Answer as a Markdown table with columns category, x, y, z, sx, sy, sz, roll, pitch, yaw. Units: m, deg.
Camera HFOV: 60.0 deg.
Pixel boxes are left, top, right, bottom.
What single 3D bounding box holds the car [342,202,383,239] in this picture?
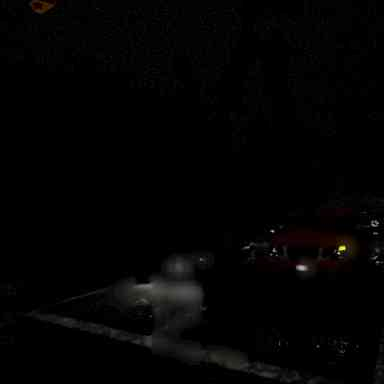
| category | x | y | z | sx | sy | sz | roll | pitch | yaw |
| --- | --- | --- | --- | --- | --- | --- | --- | --- | --- |
| car | 9.761 | 1.638 | 19.113 | 2.097 | 1.767 | 4.553 | -4 | -1 | 33 |

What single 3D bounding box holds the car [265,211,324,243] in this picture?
| category | x | y | z | sx | sy | sz | roll | pitch | yaw |
| --- | --- | --- | --- | --- | --- | --- | --- | --- | --- |
| car | 6.437 | 2.035 | 20.391 | 2.033 | 1.411 | 5.357 | -4 | -2 | 33 |

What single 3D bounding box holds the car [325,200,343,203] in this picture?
| category | x | y | z | sx | sy | sz | roll | pitch | yaw |
| --- | --- | --- | --- | --- | --- | --- | --- | --- | --- |
| car | 13.029 | 1.605 | 30.599 | 2.097 | 1.767 | 4.553 | -4 | 0 | 33 |

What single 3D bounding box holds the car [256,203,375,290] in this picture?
| category | x | y | z | sx | sy | sz | roll | pitch | yaw |
| --- | --- | --- | --- | --- | --- | --- | --- | --- | --- |
| car | 4.173 | 1.528 | 10.489 | 2.150 | 2.045 | 5.566 | -4 | -2 | 33 |

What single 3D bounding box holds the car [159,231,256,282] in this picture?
| category | x | y | z | sx | sy | sz | roll | pitch | yaw |
| --- | --- | --- | --- | --- | --- | --- | --- | --- | --- |
| car | 0.699 | 2.057 | 11.518 | 1.994 | 1.385 | 4.181 | -4 | -3 | 33 |
